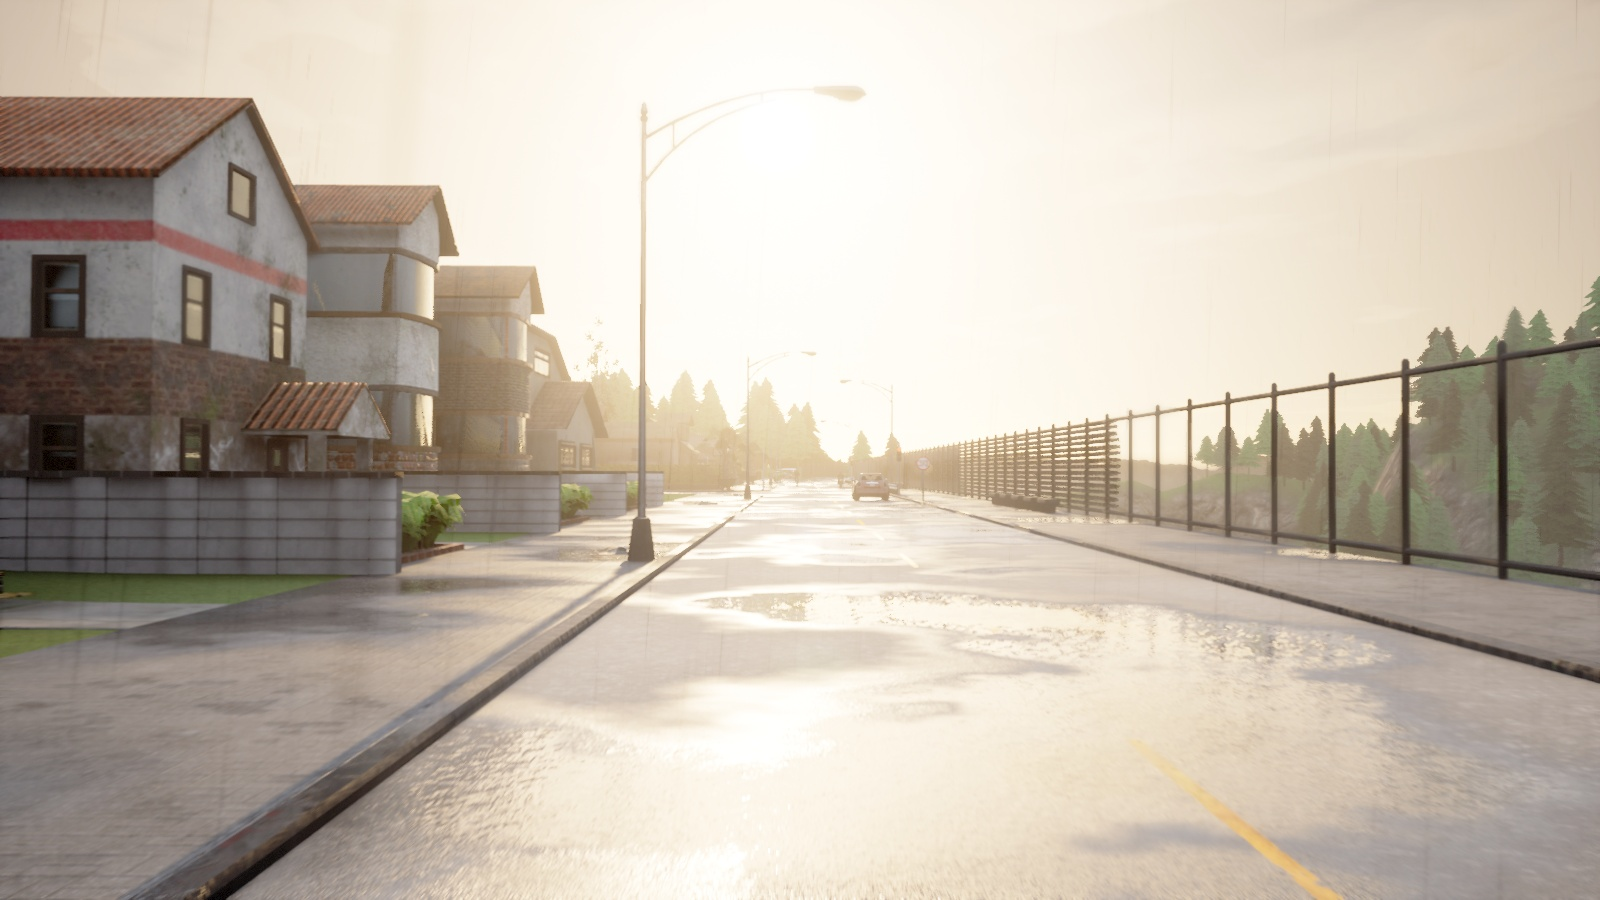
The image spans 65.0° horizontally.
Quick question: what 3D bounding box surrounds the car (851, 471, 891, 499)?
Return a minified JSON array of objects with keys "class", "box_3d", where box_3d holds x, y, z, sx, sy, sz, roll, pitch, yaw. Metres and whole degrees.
[{"class":"car","box_3d":[3.839,1.910,68.371,1.970,1.475,3.806,0,-1,0]}]
